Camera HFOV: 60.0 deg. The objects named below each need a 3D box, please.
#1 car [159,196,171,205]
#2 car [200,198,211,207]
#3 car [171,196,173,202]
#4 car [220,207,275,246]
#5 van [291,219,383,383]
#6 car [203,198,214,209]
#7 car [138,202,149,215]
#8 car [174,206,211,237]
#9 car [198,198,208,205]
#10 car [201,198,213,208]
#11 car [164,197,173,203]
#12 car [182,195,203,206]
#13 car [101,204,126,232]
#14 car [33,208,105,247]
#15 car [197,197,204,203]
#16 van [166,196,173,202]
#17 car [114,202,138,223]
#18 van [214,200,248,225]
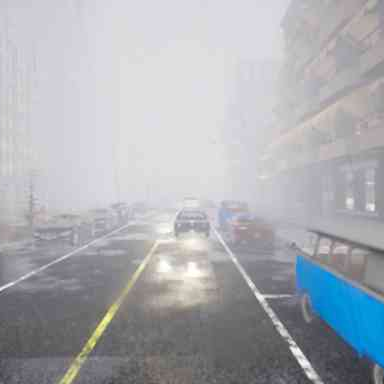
[{"bbox_3d":[-6.089,1.986,70.755,1.947,1.339,4.313,0,0,0],"label":"car"},{"bbox_3d":[2.353,1.845,59.927,1.752,1.417,4.829,0,0,0],"label":"car"},{"bbox_3d":[-6.155,1.806,81.801,2.192,1.841,5.009,0,0,0],"label":"car"},{"bbox_3d":[2.608,1.614,15.575,1.887,1.381,4.507,0,0,0],"label":"car"},{"bbox_3d":[2.670,1.354,4.531,1.690,1.788,3.998,0,0,0],"label":"van"},{"bbox_3d":[2.418,1.817,48.712,1.947,1.339,4.313,0,0,0],"label":"car"},{"bbox_3d":[-5.899,1.786,37.618,1.947,1.339,4.313,0,0,0],"label":"car"},{"bbox_3d":[-0.003,1.698,18.841,1.895,1.301,4.718,0,0,0],"label":"car"},{"bbox_3d":[2.291,1.932,70.802,1.887,1.381,4.507,0,0,0],"label":"car"},{"bbox_3d":[2.385,1.811,54.403,1.752,1.417,4.829,0,0,0],"label":"car"},{"bbox_3d":[-6.185,2.094,87.322,1.947,1.339,4.313,0,0,0],"label":"car"},{"bbox_3d":[-0.133,1.446,42.370,2.150,2.045,5.566,0,0,0],"label":"car"},{"bbox_3d":[-5.804,1.682,21.050,2.008,1.369,4.403,0,0,0],"label":"car"},{"bbox_3d":[-5.772,1.653,15.527,2.008,1.369,4.403,0,0,0],"label":"car"},{"bbox_3d":[2.195,2.040,87.370,1.887,1.381,4.507,0,0,0],"label":"car"},{"bbox_3d":[-6.218,1.906,92.847,1.690,1.788,3.998,0,0,0],"label":"van"},{"bbox_3d":[-5.837,1.601,26.574,1.967,1.590,4.097,0,0,0],"label":"car"},{"bbox_3d":[2.575,1.440,21.098,1.690,1.788,3.998,0,0,0],"label":"van"}]
